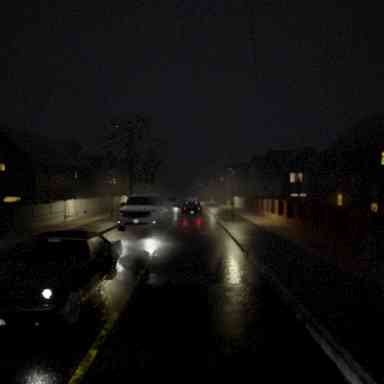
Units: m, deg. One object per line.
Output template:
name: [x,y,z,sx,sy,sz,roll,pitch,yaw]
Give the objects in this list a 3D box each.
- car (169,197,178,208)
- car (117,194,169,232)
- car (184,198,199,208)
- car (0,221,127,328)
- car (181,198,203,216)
car: [-2.862,1.393,45.336,1.812,1.442,4.674,0,0,-1]
car: [-2.828,1.122,19.718,2.150,2.045,5.566,0,0,1]
car: [-0.094,1.463,45.574,1.895,1.301,4.718,0,0,-1]
car: [-2.850,1.558,7.016,1.895,1.301,4.718,0,0,0]
car: [0.019,1.475,31.152,1.895,1.301,4.718,0,0,0]
